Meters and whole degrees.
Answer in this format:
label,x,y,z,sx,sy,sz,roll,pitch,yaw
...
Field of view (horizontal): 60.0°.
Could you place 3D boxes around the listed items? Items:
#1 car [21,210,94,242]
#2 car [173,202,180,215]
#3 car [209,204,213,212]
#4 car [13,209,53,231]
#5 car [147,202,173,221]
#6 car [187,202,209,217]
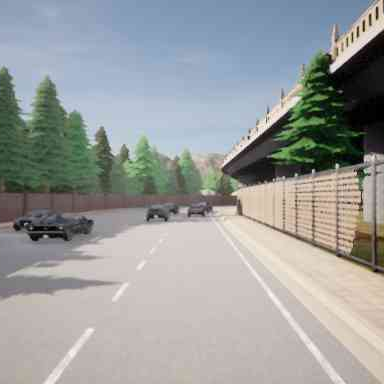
label,x,y,z,sx,sy,sz,roll,pitch,yaw
car,-6.892,1.832,17.940,1.895,1.301,4.718,0,-1,1
car,-2.702,2.040,42.092,2.128,1.511,4.902,0,-1,5
car,1.713,2.143,47.194,1.812,1.442,4.674,0,-1,14
car,-10.365,1.856,22.817,1.994,1.385,4.181,0,-1,1
car,-3.105,1.911,31.248,1.837,1.490,4.892,0,-1,0
car,0.466,1.974,36.932,2.128,1.511,4.902,0,-1,1
